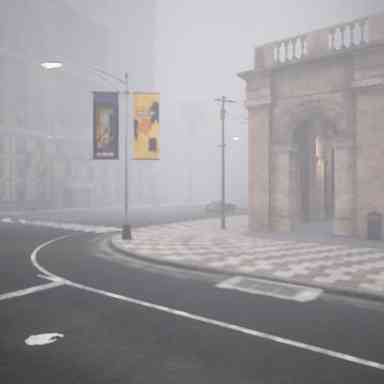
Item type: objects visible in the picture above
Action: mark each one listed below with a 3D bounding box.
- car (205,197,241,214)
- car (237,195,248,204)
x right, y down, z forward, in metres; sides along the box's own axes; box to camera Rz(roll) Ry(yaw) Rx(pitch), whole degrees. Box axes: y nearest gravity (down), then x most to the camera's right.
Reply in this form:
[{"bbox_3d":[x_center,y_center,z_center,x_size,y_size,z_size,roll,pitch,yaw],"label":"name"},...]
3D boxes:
[{"bbox_3d":[3.186,1.563,36.291,1.994,1.385,4.181,0,0,35],"label":"car"},{"bbox_3d":[9.255,1.368,62.733,2.097,1.767,4.553,0,0,36],"label":"car"}]
